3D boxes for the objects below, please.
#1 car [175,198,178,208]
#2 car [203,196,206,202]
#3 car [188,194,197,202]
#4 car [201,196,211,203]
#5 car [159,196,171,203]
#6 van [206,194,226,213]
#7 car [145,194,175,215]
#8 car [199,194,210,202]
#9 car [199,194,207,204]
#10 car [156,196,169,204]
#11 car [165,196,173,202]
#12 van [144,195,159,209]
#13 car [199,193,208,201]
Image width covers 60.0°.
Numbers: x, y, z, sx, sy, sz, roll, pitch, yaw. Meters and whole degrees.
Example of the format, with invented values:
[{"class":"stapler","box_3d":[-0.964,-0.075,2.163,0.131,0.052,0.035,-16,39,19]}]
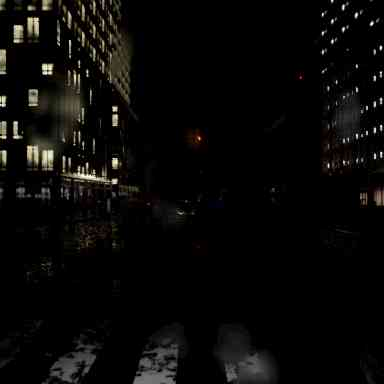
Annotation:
[{"class":"car","box_3d":[-3.131,1.525,43.391,1.812,1.442,4.674,0,0,0]},{"class":"car","box_3d":[2.672,1.544,41.458,1.887,1.381,4.507,0,0,0]},{"class":"car","box_3d":[0.118,1.352,72.843,2.097,1.767,4.553,0,0,0]},{"class":"car","box_3d":[2.792,1.542,69.151,1.887,1.381,4.507,0,0,0]},{"class":"car","box_3d":[-5.589,1.548,69.193,2.008,1.369,4.403,0,0,0]},{"class":"van","box_3d":[2.735,1.341,35.919,1.690,1.788,3.998,0,0,0]},{"class":"car","box_3d":[-3.182,1.222,33.613,2.150,2.045,5.566,0,0,0]},{"class":"car","box_3d":[2.821,1.312,74.691,2.192,1.841,5.009,0,0,0]},{"class":"car","box_3d":[2.764,1.313,63.612,2.192,1.841,5.009,0,0,0]},{"class":"car","box_3d":[-5.617,1.564,63.655,1.947,1.339,4.313,0,0,0]},{"class":"car","box_3d":[-5.531,1.578,80.273,1.802,1.307,4.206,0,0,0]},{"class":"van","box_3d":[-5.702,1.341,47.037,1.690,1.788,3.998,0,0,0]},{"class":"car","box_3d":[2.879,1.310,85.769,2.192,1.841,5.009,0,0,0]}]
